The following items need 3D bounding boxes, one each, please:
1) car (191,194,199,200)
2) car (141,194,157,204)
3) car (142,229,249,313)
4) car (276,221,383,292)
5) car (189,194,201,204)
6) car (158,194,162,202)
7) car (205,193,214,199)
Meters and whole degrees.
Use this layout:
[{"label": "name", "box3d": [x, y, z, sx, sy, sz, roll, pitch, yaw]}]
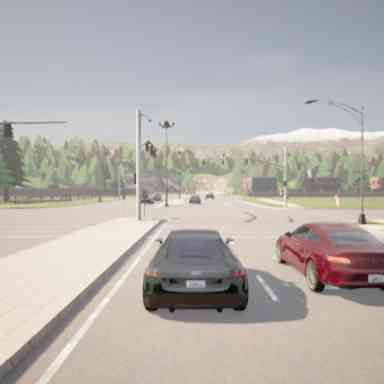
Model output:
[{"label": "car", "box3d": [0.835, 1.151, 82.162, 1.895, 1.301, 4.718, 0, 0, 1]}, {"label": "car", "box3d": [-7.577, 1.411, 56.335, 1.895, 1.301, 4.718, 0, 0, 1]}, {"label": "car", "box3d": [0.056, 1.538, 7.703, 1.994, 1.385, 4.181, 0, 0, 0]}, {"label": "car", "box3d": [3.554, 1.496, 8.706, 1.812, 1.442, 4.674, 0, 0, 0]}, {"label": "car", "box3d": [0.491, 1.372, 56.706, 1.994, 1.385, 4.181, 0, 0, 1]}, {"label": "car", "box3d": [-7.326, 1.261, 70.279, 1.837, 1.490, 4.892, 0, 0, 1]}, {"label": "car", "box3d": [4.334, 0.912, 82.056, 2.097, 1.767, 4.553, 0, 0, 1]}]
